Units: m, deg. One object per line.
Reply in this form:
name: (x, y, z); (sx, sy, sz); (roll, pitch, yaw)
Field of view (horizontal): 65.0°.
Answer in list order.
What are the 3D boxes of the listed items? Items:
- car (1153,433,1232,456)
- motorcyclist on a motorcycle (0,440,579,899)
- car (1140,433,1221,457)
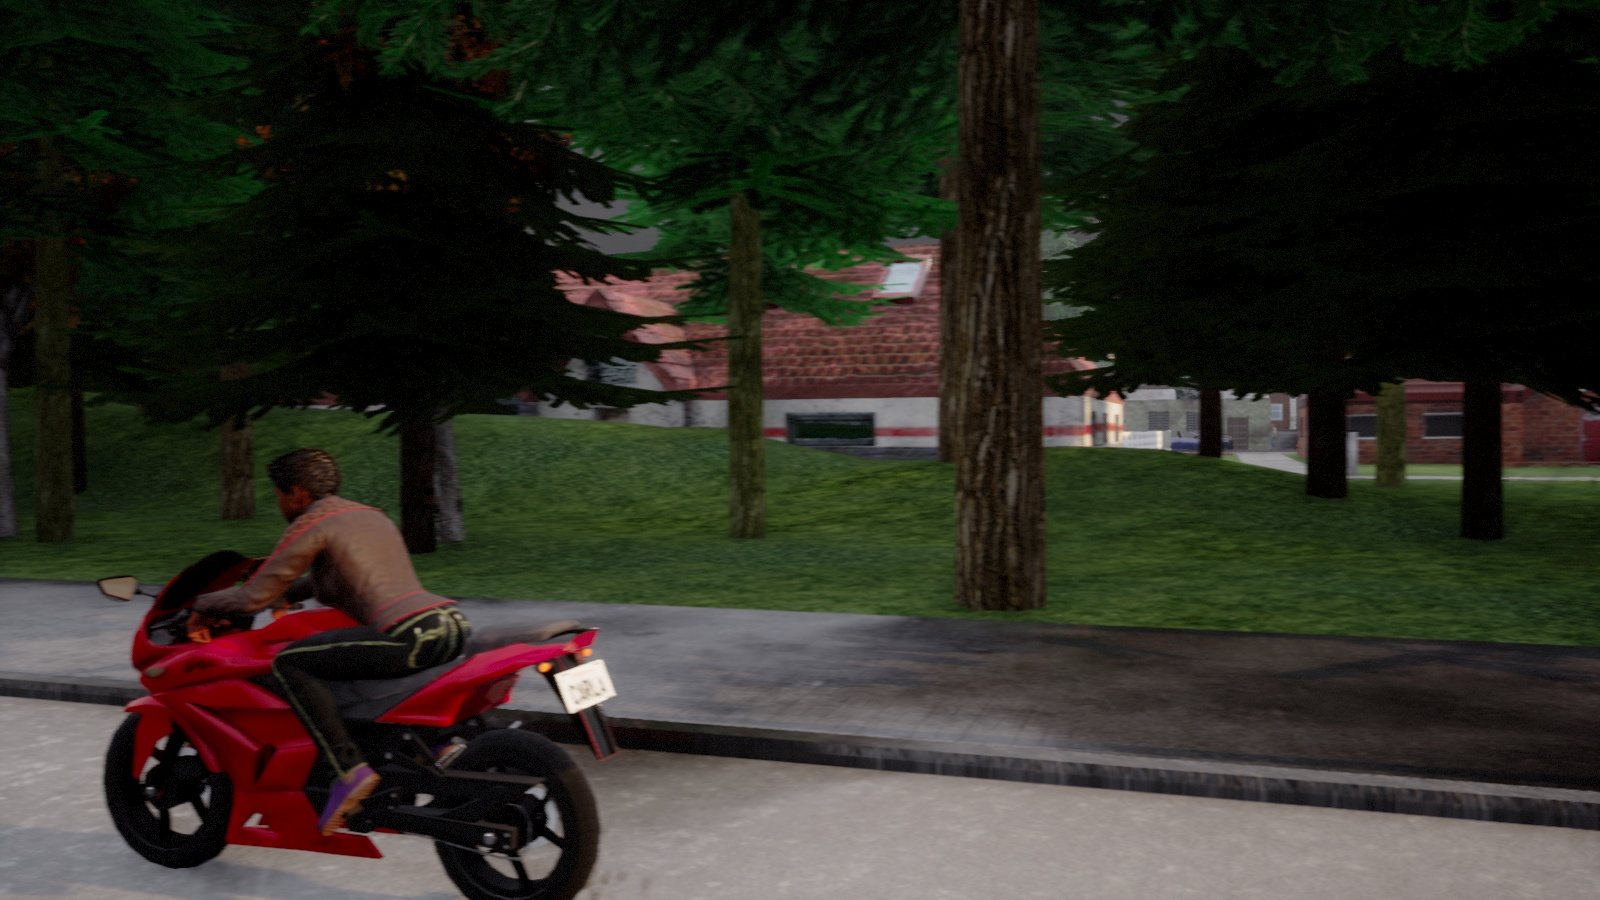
car: (25.573, -0.384, 81.809); (4.792, 1.488, 2.163); (0, 1, 19)
motorcyclist on a motorcycle: (-1.873, 0.739, 4.350); (2.044, 1.523, 0.797); (1, 1, 19)
car: (23.699, -0.332, 78.219); (4.792, 1.488, 2.163); (0, 1, 19)
